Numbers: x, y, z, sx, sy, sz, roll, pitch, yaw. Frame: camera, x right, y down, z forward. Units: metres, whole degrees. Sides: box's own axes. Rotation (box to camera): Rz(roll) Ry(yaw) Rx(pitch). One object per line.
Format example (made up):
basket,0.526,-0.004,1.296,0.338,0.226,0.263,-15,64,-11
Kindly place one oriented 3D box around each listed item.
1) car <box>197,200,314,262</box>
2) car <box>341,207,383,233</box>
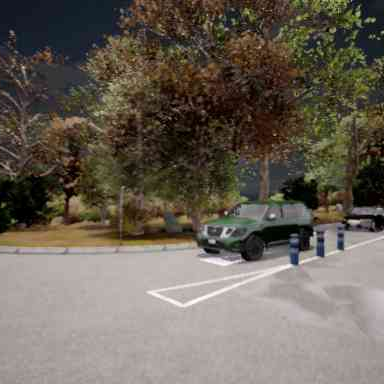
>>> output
car,2.703,1.350,13.177,5.566,2.045,2.150,1,0,-43
car,11.439,1.724,21.806,2.128,1.511,4.902,0,0,44
